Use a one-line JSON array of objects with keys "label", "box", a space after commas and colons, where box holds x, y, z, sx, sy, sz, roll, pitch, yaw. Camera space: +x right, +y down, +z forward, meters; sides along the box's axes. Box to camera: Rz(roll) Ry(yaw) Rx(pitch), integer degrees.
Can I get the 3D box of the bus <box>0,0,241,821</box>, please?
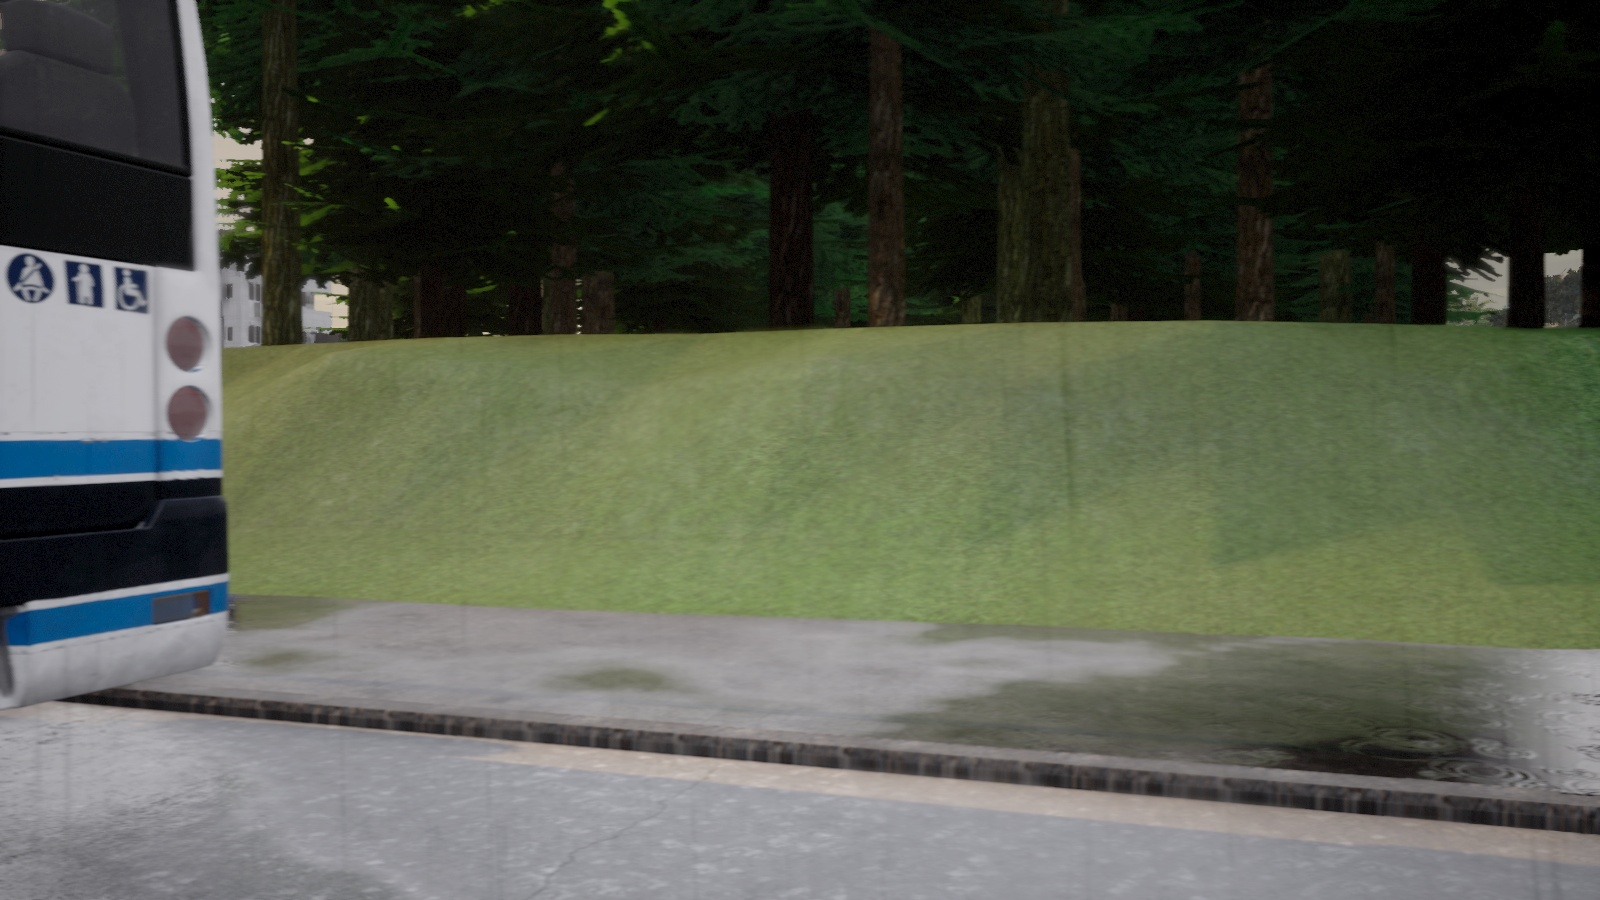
[{"label": "bus", "box": [-8.242, -0.680, 6.185, 10.273, 4.253, 3.944, 1, 1, 21]}]
